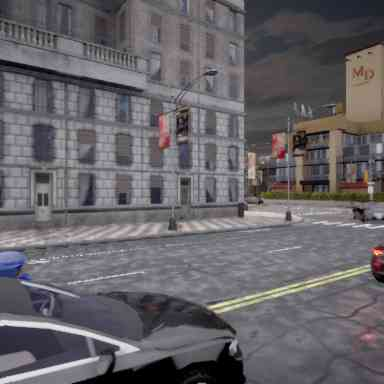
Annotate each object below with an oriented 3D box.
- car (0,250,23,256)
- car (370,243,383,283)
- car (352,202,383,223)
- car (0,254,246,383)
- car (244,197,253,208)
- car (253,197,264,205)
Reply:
[{"bbox_3d":[-5.062,1.477,4.705,5.008,1.535,1.882,0,0,-35],"label":"car"},{"bbox_3d":[6.273,1.526,8.356,4.674,1.442,1.812,0,0,-36],"label":"car"},{"bbox_3d":[13.528,1.491,25.231,2.128,1.511,4.902,0,0,15],"label":"car"},{"bbox_3d":[-1.714,1.492,2.641,4.902,1.511,2.128,0,0,-35],"label":"car"},{"bbox_3d":[5.642,1.352,45.428,2.097,1.767,4.553,0,0,-36],"label":"car"},{"bbox_3d":[10.201,1.547,58.903,2.033,1.411,5.357,0,0,-37],"label":"car"}]
